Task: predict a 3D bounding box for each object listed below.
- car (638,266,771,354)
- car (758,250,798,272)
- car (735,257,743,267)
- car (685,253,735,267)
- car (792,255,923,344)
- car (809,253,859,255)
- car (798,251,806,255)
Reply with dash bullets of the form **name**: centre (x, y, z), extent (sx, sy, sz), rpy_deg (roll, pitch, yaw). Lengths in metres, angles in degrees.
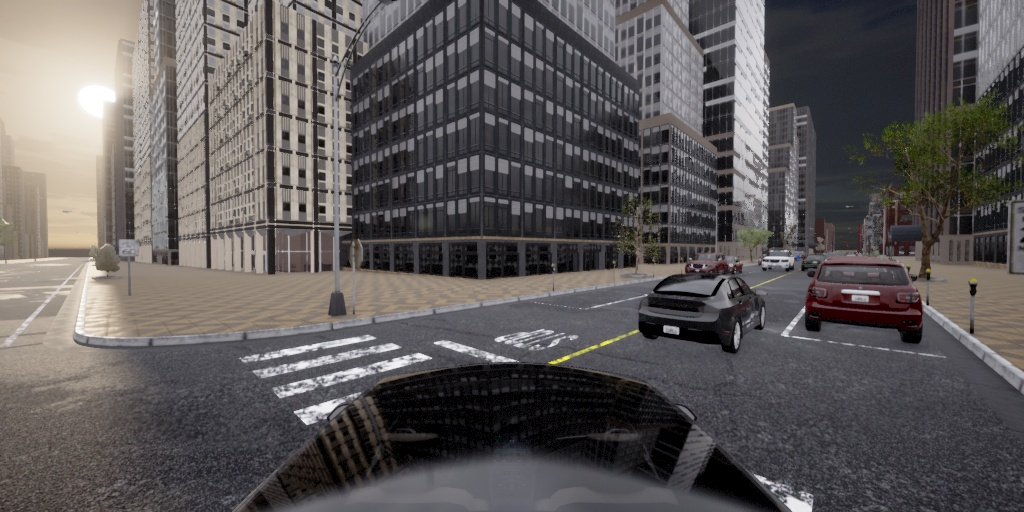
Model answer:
- **car**: centre (4.759, 1.164, 8.725), extent (1.837, 1.490, 4.892), rpy_deg (1, 1, 43)
- **car**: centre (26.914, 0.441, 36.170), extent (2.150, 2.045, 5.566), rpy_deg (1, 1, 43)
- **car**: centre (18.597, 0.730, 31.123), extent (1.967, 1.591, 4.097), rpy_deg (0, 0, 43)
- **car**: centre (14.780, 0.668, 27.083), extent (2.192, 1.841, 5.009), rpy_deg (0, 0, 43)
- **car**: centre (9.139, 0.971, 9.478), extent (2.192, 1.841, 5.009), rpy_deg (0, 0, 43)
- **car**: centre (12.886, 0.905, 13.583), extent (2.192, 1.841, 5.009), rpy_deg (0, 0, 43)
- **car**: centre (30.237, 0.589, 35.576), extent (2.097, 1.767, 4.553), rpy_deg (1, 1, 44)
